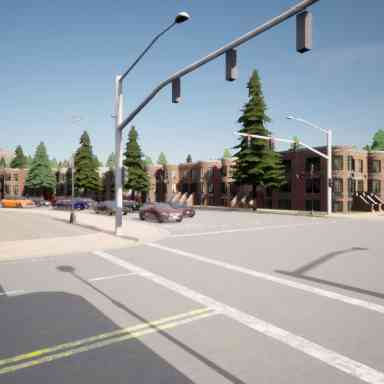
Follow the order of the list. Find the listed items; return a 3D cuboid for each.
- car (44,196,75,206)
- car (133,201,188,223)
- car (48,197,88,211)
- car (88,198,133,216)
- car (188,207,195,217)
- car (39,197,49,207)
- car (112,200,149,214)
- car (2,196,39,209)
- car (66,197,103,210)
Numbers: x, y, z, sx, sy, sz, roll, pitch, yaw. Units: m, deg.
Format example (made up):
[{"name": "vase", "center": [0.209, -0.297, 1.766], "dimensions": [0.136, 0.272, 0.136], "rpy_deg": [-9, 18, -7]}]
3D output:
[{"name": "car", "center": [-22.514, 1.477, 56.460], "dimensions": [5.008, 1.535, 1.882], "rpy_deg": [0, 0, 21]}, {"name": "car", "center": [-2.520, 1.526, 25.579], "dimensions": [1.812, 1.442, 4.674], "rpy_deg": [0, 0, -35]}, {"name": "car", "center": [-14.873, 1.601, 40.046], "dimensions": [4.718, 1.301, 1.895], "rpy_deg": [0, 0, 38]}, {"name": "car", "center": [-8.191, 1.547, 33.265], "dimensions": [2.033, 1.411, 5.357], "rpy_deg": [0, 0, -38]}, {"name": "car", "center": [-1.529, 1.564, 30.097], "dimensions": [1.994, 1.385, 4.181], "rpy_deg": [0, 0, -37]}, {"name": "car", "center": [-23.175, 1.491, 49.133], "dimensions": [4.902, 1.511, 2.128], "rpy_deg": [0, 0, 23]}, {"name": "car", "center": [-6.883, 1.601, 37.031], "dimensions": [1.895, 1.301, 4.718], "rpy_deg": [0, 0, -41]}, {"name": "car", "center": [-23.735, 1.351, 45.523], "dimensions": [4.553, 1.767, 2.097], "rpy_deg": [0, 0, 24]}, {"name": "car", "center": [-14.230, 1.492, 43.868], "dimensions": [4.902, 1.511, 2.128], "rpy_deg": [0, 0, 36]}]
